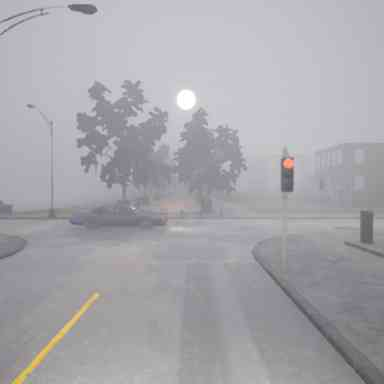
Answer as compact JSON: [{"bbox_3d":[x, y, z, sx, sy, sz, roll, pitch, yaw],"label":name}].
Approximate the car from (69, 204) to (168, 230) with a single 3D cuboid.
[{"bbox_3d":[-4.090,1.377,18.948,5.357,1.411,2.033,0,1,0],"label":"car"}]
